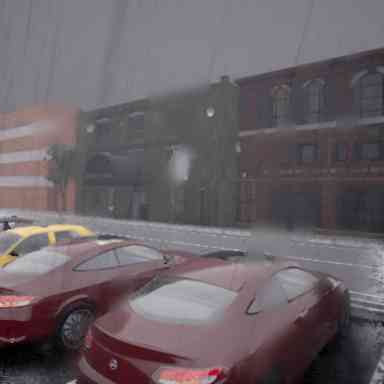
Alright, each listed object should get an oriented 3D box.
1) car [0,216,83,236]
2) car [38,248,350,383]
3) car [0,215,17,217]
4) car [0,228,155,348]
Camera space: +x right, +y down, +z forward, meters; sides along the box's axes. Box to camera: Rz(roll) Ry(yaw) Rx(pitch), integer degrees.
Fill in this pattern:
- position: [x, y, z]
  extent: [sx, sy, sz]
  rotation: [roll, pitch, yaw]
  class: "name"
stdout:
- position: [-3.866, 1.481, 7.790]
  extent: [1.946, 1.575, 5.366]
  rotation: [0, 0, 37]
  class: "car"
- position: [0.733, 1.537, 4.501]
  extent: [2.002, 1.452, 4.674]
  rotation: [0, 0, 37]
  class: "car"
- position: [-5.995, 1.478, 9.659]
  extent: [2.097, 1.535, 5.008]
  rotation: [0, 0, 37]
  class: "car"
- position: [-1.511, 1.531, 6.218]
  extent: [2.002, 1.452, 4.674]
  rotation: [0, 0, 37]
  class: "car"
